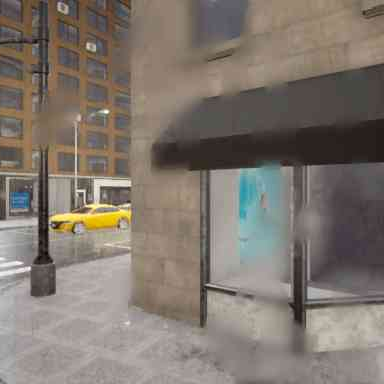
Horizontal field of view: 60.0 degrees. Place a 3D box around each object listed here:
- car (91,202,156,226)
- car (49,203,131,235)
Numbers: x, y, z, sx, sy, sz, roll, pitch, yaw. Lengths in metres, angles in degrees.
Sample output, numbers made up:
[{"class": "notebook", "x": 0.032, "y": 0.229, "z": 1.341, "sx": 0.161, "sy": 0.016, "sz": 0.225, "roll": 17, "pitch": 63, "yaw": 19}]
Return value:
[{"class": "car", "x": -4.935, "y": 1.548, "z": 24.720, "sx": 1.752, "sy": 1.417, "sz": 4.829, "roll": 0, "pitch": 0, "yaw": 36}, {"class": "car", "x": -5.720, "y": 1.493, "z": 19.311, "sx": 1.882, "sy": 1.535, "sz": 5.008, "roll": 0, "pitch": 0, "yaw": 36}]
